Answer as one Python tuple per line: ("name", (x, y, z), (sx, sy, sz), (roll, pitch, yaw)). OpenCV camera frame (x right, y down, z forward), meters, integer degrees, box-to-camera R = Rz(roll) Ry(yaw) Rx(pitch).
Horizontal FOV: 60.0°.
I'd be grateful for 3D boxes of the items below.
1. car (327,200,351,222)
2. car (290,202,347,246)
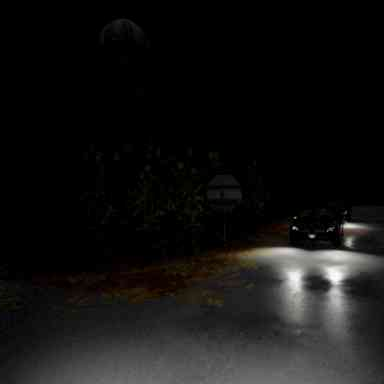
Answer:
("car", (10.820, 1.339, 24.951), (1.882, 1.535, 5.008), (-1, 0, 27))
("car", (5.581, 1.382, 14.634), (1.812, 1.442, 4.674), (-1, 0, 27))
